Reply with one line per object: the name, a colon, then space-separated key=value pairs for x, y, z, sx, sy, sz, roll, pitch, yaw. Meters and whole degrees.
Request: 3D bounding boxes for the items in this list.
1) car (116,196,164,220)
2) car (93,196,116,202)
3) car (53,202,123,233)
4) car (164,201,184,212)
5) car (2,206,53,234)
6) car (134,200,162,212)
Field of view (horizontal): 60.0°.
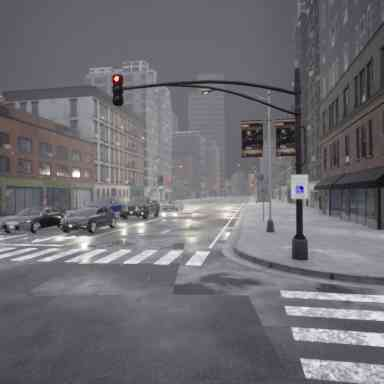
car: x=-4.593 y=1.378 z=30.569 sx=2.150 sy=2.045 sz=5.566 roll=-1 pitch=0 yaw=11
car: x=-7.901 y=1.418 z=30.555 sx=2.150 sy=2.045 sz=5.566 roll=-1 pitch=0 yaw=10
car: x=-6.325 y=1.644 z=20.860 sx=1.837 sy=1.490 sz=4.892 roll=-1 pitch=0 yaw=10
car: x=-2.400 y=1.788 z=42.768 sx=1.895 sy=1.301 sz=4.718 roll=-1 pitch=0 yaw=11
car: x=-9.669 y=1.671 z=20.856 sx=2.128 sy=1.511 sz=4.902 roll=-1 pitch=0 yaw=8
car: x=-5.629 y=1.774 z=43.186 sx=2.033 sy=1.411 sz=5.357 roll=-1 pitch=0 yaw=10
